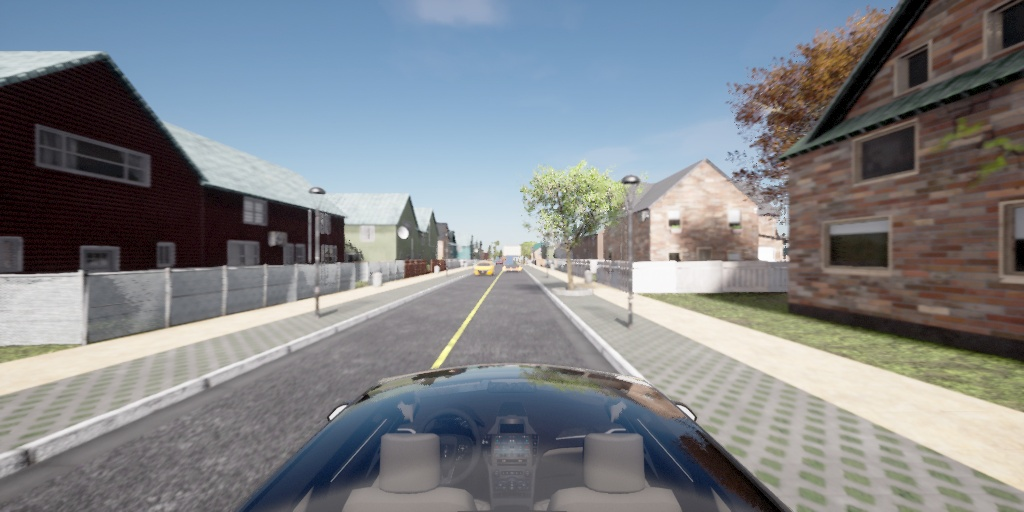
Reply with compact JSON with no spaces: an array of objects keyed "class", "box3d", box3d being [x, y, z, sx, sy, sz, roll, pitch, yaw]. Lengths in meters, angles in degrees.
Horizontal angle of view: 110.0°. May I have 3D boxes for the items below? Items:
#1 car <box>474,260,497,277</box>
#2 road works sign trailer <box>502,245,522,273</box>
[{"class":"car","box3d":[-2.847,1.322,37.380,1.882,1.535,5.008,0,0,0]},{"class":"road works sign trailer","box3d":[-0.008,0.349,45.253,2.380,3.560,2.880,0,0,0]}]
